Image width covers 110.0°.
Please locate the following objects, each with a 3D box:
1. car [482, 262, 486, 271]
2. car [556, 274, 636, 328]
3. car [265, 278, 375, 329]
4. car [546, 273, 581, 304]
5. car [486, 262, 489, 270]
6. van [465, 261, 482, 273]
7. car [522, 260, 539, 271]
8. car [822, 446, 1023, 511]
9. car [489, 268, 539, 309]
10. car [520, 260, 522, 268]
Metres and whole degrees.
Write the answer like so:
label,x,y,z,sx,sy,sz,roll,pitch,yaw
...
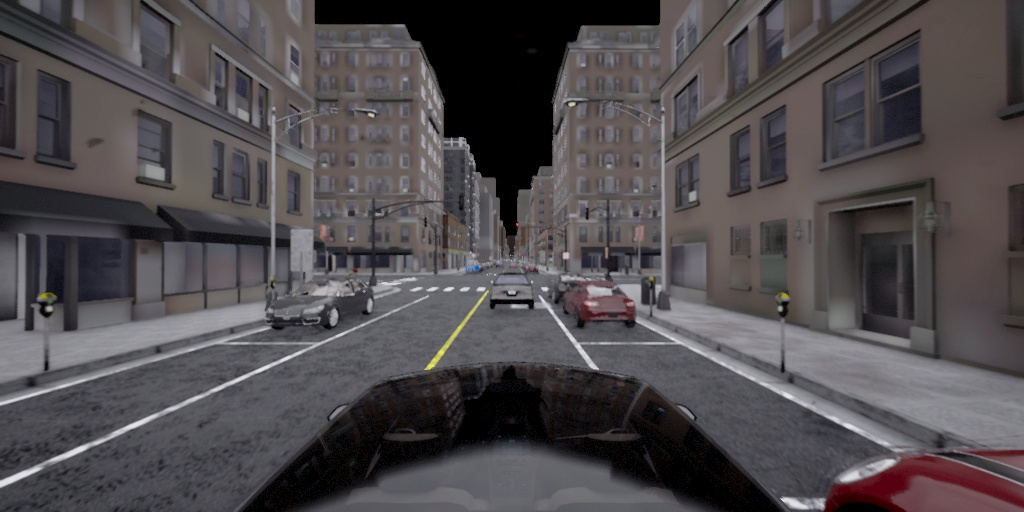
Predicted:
label,x,y,z,sx,sy,sz,roll,pitch,yaw
car,-5.713,1.723,57.448,1.967,1.591,4.097,0,0,0
car,2.664,1.424,11.507,1.802,1.307,4.207,0,0,0
car,-5.862,1.393,11.497,2.007,1.370,4.403,0,0,0
car,2.662,1.446,17.100,2.007,1.370,4.403,0,0,0
car,-5.691,1.903,63.116,1.948,1.339,4.313,0,0,0
van,-5.736,1.569,51.780,1.690,1.789,3.998,0,0,0
car,2.790,1.668,51.748,1.967,1.591,4.097,0,0,0
car,2.669,1.176,0.318,1.967,1.591,4.097,0,0,0
car,-0.005,1.431,15.833,2.033,1.411,5.357,0,-1,0
car,2.835,1.777,63.086,1.967,1.591,4.097,0,0,0
